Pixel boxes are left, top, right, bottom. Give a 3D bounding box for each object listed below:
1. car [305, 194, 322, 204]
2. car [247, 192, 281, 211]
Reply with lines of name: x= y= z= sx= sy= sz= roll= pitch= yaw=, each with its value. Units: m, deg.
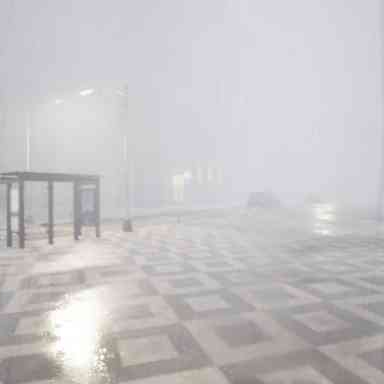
car: x=19.859 y=1.176 z=54.336 sx=1.837 sy=1.490 sz=4.892 roll=-1 pitch=-1 yaw=36
car: x=8.265 y=1.016 z=38.035 sx=2.150 sy=2.045 sz=5.566 roll=-1 pitch=-1 yaw=35
